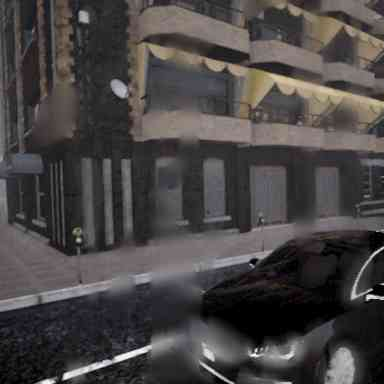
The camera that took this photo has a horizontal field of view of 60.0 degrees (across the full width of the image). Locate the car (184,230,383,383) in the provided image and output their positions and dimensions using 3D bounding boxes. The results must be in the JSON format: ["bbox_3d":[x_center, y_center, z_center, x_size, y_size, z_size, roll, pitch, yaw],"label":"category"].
[{"bbox_3d":[2.153,1.395,4.905,4.892,1.490,1.837,-2,1,-35],"label":"car"}]
